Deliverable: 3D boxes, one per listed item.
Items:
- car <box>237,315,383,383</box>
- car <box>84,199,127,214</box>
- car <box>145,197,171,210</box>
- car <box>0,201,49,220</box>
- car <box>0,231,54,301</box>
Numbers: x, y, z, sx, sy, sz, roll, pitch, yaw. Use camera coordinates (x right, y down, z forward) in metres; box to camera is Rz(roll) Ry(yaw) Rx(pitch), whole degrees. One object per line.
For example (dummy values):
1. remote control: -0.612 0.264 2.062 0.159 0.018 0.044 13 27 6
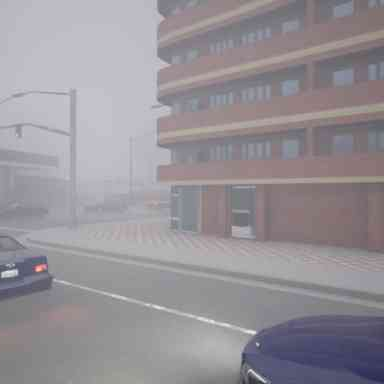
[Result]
1. car: 2.548 1.537 2.176 4.674 1.442 1.812 0 0 35
2. car: -9.202 1.491 35.609 1.882 1.535 5.008 0 0 34
3. car: -4.011 1.385 43.221 2.097 1.767 4.553 0 0 34
4. car: -14.393 1.519 27.967 1.812 1.442 4.674 0 0 34
5. car: -5.305 1.544 7.672 5.357 1.411 2.033 0 0 38
